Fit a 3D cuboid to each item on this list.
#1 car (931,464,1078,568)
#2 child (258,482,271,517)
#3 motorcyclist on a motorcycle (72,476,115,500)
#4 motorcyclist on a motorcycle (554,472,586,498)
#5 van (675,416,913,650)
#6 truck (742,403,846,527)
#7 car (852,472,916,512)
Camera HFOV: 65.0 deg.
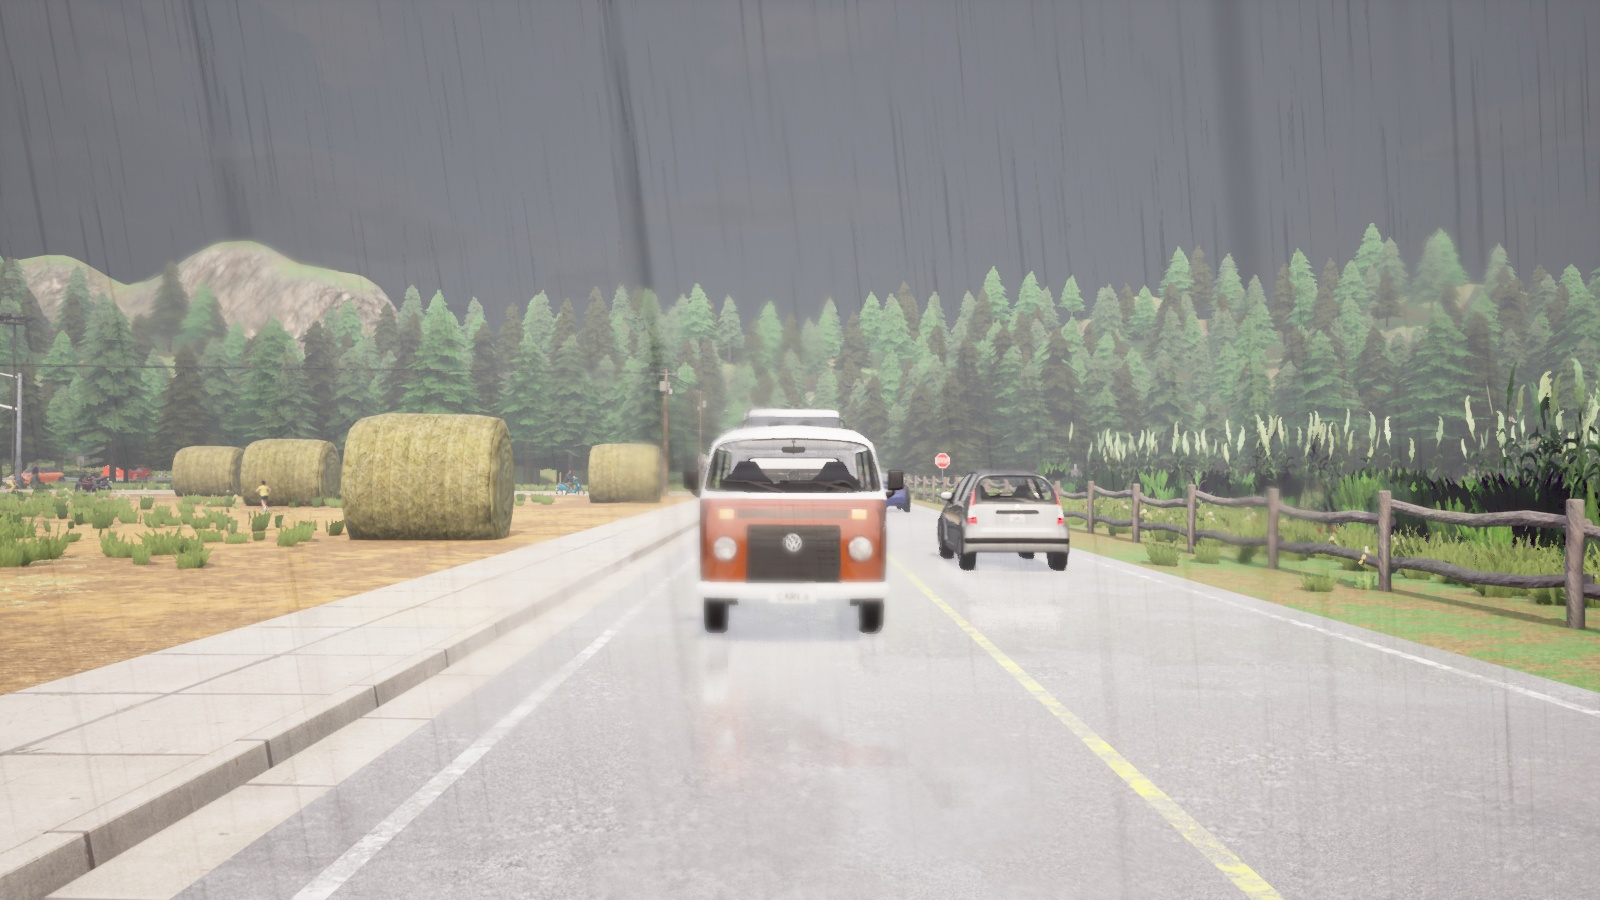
[{"bbox_3d":[3.399,1.061,21.570,1.851,1.617,3.988,0,-1,0],"label":"car"},{"bbox_3d":[-17.492,1.612,41.031,0.394,1.110,0.255,-1,-1,40],"label":"child"},{"bbox_3d":[-44.225,2.378,78.594,2.191,1.530,0.866,0,-1,-3],"label":"motorcyclist on a motorcycle"},{"bbox_3d":[-14.043,2.144,76.696,1.817,1.590,0.866,0,-1,-3],"label":"motorcyclist on a motorcycle"},{"bbox_3d":[-0.064,0.760,13.236,2.069,2.038,4.480,0,-1,0],"label":"van"},{"bbox_3d":[-0.183,0.491,39.245,2.891,3.462,7.936,0,-1,0],"label":"truck"},{"bbox_3d":[3.273,1.635,49.797,2.163,1.488,4.792,0,-1,0],"label":"car"}]
